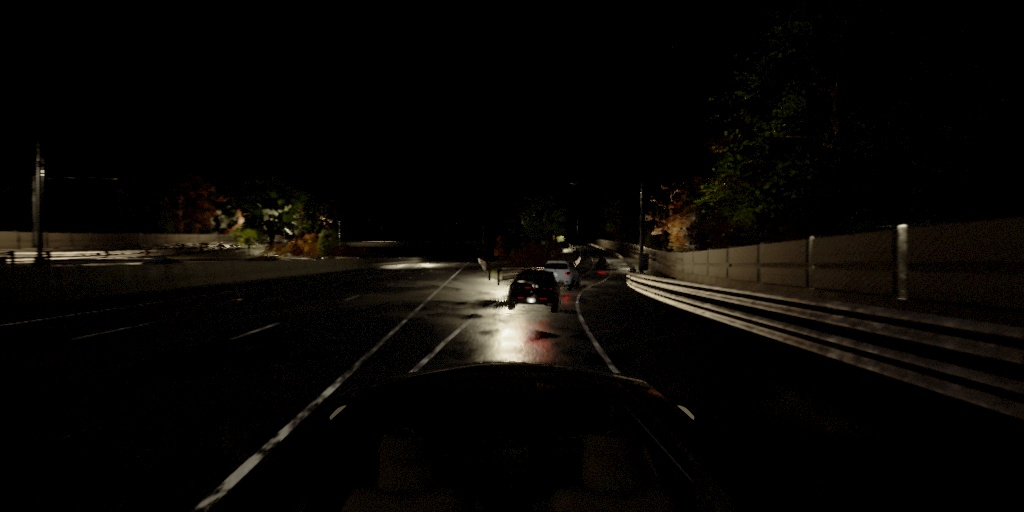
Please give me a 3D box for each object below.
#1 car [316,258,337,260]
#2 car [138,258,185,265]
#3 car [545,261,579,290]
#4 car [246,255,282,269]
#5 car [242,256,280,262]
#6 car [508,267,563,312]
[{"bbox_3d":[-26.872,0.976,53.196,2.128,1.511,4.902,1,0,-5],"label":"car"},{"bbox_3d":[-31.885,0.952,32.608,1.812,1.442,4.674,1,0,-6],"label":"car"},{"bbox_3d":[3.752,1.421,27.117,2.150,2.045,5.566,0,-1,17],"label":"car"},{"bbox_3d":[-33.459,0.769,48.547,2.097,1.767,4.553,1,0,-5],"label":"car"},{"bbox_3d":[-25.076,0.972,34.895,1.882,1.535,5.008,1,0,-5],"label":"car"},{"bbox_3d":[1.029,1.338,14.737,1.837,1.490,4.892,2,-1,9],"label":"car"}]
